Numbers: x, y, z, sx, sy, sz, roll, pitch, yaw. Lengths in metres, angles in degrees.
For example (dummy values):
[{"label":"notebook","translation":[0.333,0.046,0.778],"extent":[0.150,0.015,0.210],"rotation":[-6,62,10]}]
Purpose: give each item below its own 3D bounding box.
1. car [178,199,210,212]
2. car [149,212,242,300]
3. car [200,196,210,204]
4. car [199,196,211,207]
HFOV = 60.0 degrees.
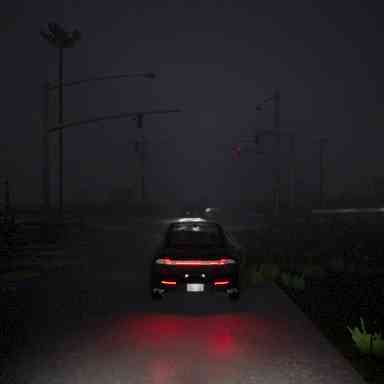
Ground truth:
[{"label":"car","translation":[0.055,1.563,29.732],"extent":[1.994,1.385,4.181],"rotation":[0,0,12]},{"label":"car","translation":[0.078,1.492,8.364],"extent":[2.128,1.511,4.902],"rotation":[0,0,0]},{"label":"car","translation":[2.487,1.490,63.281],"extent":[1.812,1.442,4.674],"rotation":[0,0,3]},{"label":"car","translation":[1.617,1.490,46.710],"extent":[1.812,1.442,4.674],"rotation":[0,0,3]}]
